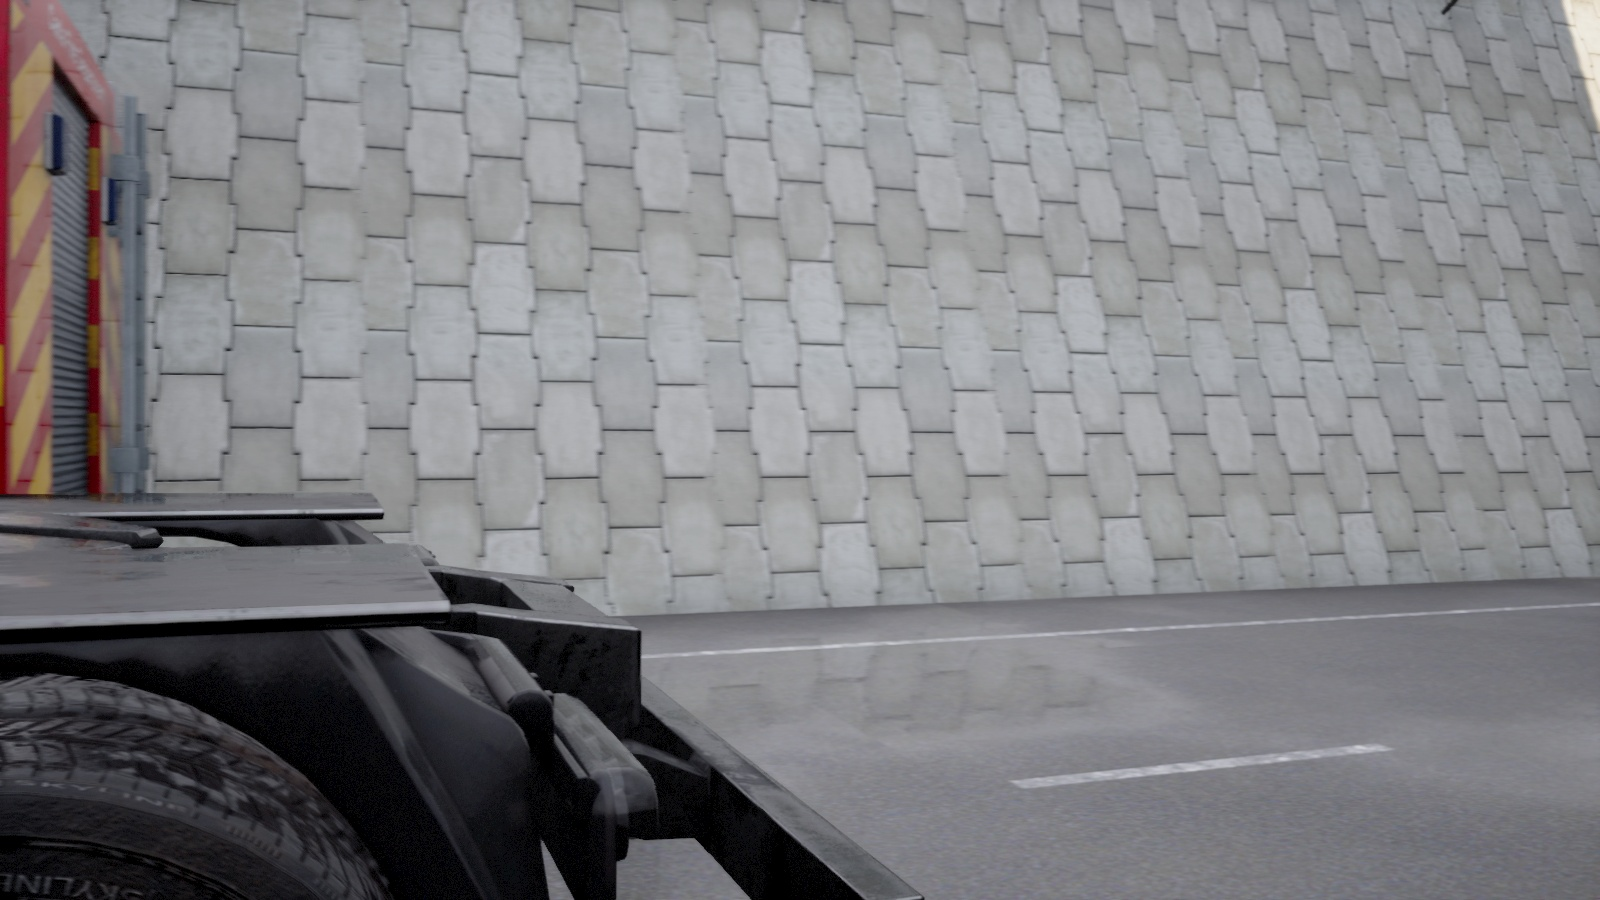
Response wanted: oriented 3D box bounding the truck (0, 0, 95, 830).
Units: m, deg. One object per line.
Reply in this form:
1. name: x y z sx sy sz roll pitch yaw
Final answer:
1. truck: -7.417 -0.354 4.156 8.468 3.827 2.891 -1 1 -21

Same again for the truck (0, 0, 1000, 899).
1. truck: -3.945 -0.169 1.729 7.936 3.462 2.891 -1 1 -21
